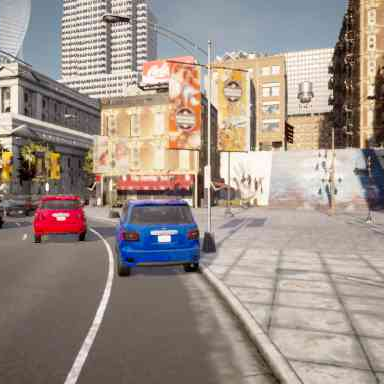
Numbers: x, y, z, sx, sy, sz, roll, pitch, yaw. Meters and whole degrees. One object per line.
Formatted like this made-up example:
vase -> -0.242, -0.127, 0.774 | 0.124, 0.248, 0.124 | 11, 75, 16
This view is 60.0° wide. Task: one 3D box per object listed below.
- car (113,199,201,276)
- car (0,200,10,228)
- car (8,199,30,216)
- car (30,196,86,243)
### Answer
car -> -1.297, 1.218, 10.621 | 2.150, 2.045, 5.566 | 0, 0, -14
car -> -13.334, 1.477, 21.537 | 2.128, 1.511, 4.902 | 0, 0, -33
car -> -16.803, 1.487, 31.058 | 1.837, 1.490, 4.892 | 1, 0, -44
car -> -6.552, 1.214, 16.472 | 2.150, 2.045, 5.566 | 0, 0, -23
